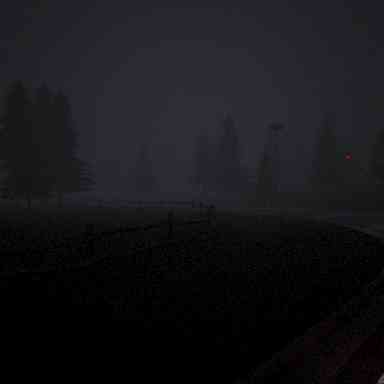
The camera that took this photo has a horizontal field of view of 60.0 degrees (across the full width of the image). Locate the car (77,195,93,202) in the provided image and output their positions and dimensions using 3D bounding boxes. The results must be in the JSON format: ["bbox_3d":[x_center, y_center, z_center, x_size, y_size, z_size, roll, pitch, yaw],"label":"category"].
[{"bbox_3d":[-24.185,1.500,75.118,4.892,1.490,1.837,0,0,41],"label":"car"}]
